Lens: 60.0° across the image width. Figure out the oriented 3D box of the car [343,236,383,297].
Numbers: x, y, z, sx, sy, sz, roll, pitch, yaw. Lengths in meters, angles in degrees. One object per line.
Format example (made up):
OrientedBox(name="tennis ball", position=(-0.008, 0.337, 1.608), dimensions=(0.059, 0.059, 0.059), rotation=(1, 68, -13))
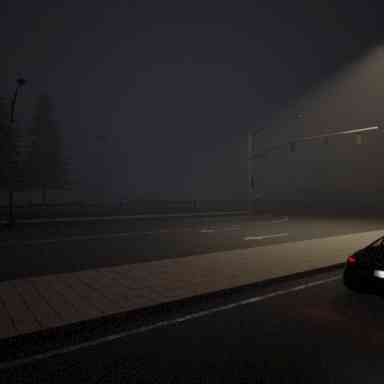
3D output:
OrientedBox(name="car", position=(5.330, 1.564, 7.586), dimensions=(4.181, 1.385, 1.994), rotation=(0, 0, -35))
